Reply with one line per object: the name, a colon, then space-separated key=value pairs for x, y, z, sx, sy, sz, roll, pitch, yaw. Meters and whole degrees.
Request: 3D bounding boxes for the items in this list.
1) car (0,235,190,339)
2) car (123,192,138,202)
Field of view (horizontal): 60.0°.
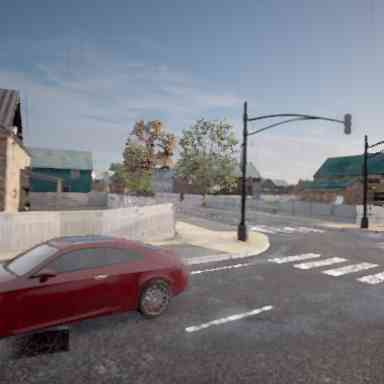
car: x=-2.201 y=1.546 z=5.965 sx=4.674 sy=1.442 sz=1.812 roll=1 pitch=-1 yaw=-35
car: x=-10.726 y=0.627 z=58.798 sx=2.150 sy=2.045 sz=5.566 roll=2 pitch=0 yaw=-21
